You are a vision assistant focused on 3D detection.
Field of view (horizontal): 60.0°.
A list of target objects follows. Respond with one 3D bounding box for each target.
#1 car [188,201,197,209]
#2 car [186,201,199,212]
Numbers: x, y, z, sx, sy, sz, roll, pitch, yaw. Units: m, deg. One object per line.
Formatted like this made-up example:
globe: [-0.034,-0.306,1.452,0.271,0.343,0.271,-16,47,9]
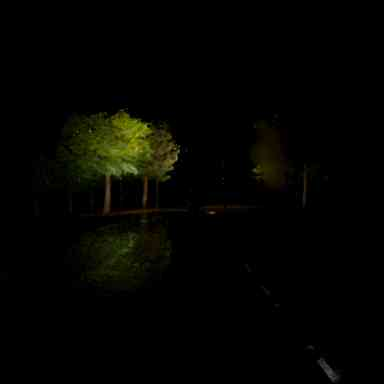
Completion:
car: [0.080,2.696,70.204,1.882,1.535,5.008,0,-1,0]
car: [0.150,2.323,51.919,1.837,1.490,4.892,0,-1,0]
